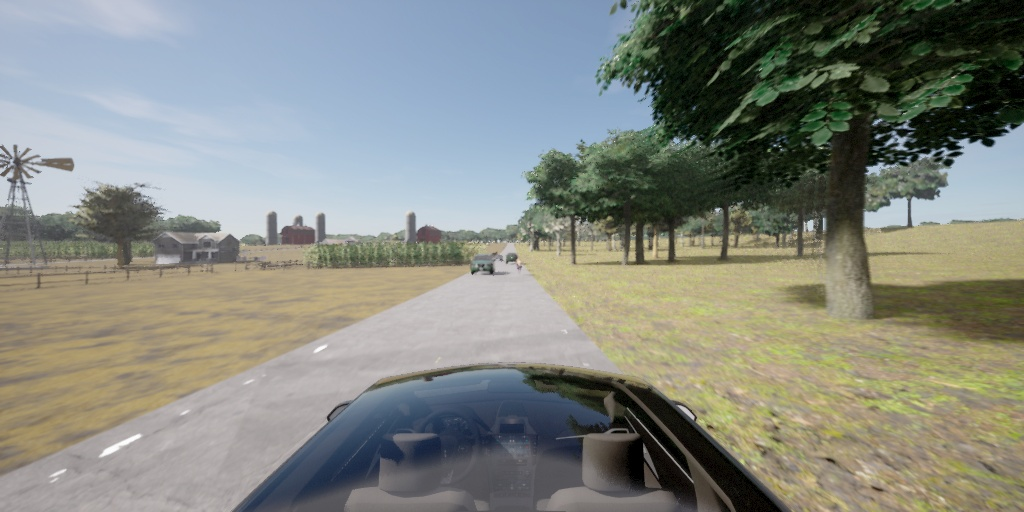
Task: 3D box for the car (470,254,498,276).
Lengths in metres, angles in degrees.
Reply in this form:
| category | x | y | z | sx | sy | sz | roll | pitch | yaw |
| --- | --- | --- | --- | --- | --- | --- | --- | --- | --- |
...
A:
| category | x | y | z | sx | sy | sz | roll | pitch | yaw |
| --- | --- | --- | --- | --- | --- | --- | --- | --- | --- |
| car | -2.844 | 0.811 | 35.911 | 2.150 | 2.045 | 5.566 | 0 | 1 | 0 |

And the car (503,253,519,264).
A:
| category | x | y | z | sx | sy | sz | roll | pitch | yaw |
| --- | --- | --- | --- | --- | --- | --- | --- | --- | --- |
| car | 0.012 | 0.383 | 64.160 | 2.150 | 2.045 | 5.566 | 0 | 1 | 1 |

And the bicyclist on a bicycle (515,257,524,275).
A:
| category | x | y | z | sx | sy | sz | roll | pitch | yaw |
| --- | --- | --- | --- | --- | --- | --- | --- | --- | --- |
| bicyclist on a bicycle | 0.735 | 1.044 | 34.583 | 0.866 | 1.612 | 1.509 | 0 | 1 | 0 |
